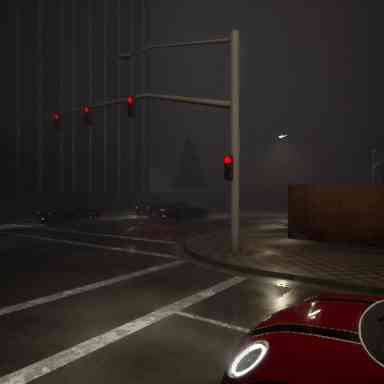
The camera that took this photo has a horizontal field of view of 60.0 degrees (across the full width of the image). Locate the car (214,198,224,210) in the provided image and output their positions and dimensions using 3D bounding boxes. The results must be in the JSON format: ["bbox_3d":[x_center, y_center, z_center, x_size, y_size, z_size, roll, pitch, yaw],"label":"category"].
[{"bbox_3d":[2.283,1.491,41.835,2.128,1.511,4.902,0,0,36],"label":"car"}]

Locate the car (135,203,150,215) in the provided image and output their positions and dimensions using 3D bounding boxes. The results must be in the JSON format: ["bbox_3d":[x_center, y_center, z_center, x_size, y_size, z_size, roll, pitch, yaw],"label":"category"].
[{"bbox_3d":[-3.560,1.601,33.624,1.895,1.301,4.718,0,0,35],"label":"car"}]

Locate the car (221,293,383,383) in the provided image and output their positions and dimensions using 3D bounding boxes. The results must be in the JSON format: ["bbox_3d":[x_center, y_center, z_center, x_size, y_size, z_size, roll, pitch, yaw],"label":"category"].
[{"bbox_3d":[2.429,1.352,2.225,4.553,1.767,2.097,0,0,36],"label":"car"}]

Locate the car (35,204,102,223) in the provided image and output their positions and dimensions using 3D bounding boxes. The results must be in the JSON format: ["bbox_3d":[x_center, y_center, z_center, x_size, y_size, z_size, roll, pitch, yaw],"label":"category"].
[{"bbox_3d":[-9.341,1.601,25.468,1.895,1.301,4.718,0,0,35],"label":"car"}]

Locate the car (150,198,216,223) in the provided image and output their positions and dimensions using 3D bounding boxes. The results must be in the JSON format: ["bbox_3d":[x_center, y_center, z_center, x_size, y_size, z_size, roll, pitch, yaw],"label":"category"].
[{"bbox_3d":[-0.593,1.491,25.423,2.128,1.511,4.902,0,0,36],"label":"car"}]
